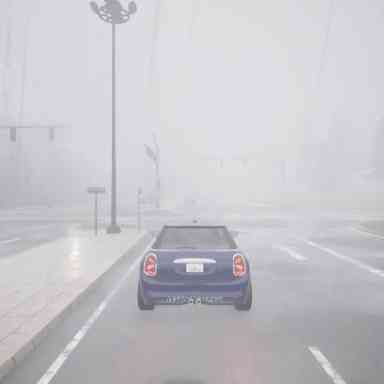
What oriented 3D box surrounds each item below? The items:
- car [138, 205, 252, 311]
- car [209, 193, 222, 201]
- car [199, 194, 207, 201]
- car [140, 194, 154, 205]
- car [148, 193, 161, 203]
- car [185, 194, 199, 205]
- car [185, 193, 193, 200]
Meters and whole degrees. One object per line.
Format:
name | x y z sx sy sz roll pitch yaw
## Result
car | 0.063 1.352 7.946 2.097 1.767 4.553 0 0 0
car | 6.280 1.214 85.063 2.150 2.045 5.566 0 0 -1
car | 2.775 1.513 85.331 1.812 1.442 4.674 0 0 -1
car | -8.356 1.563 58.775 1.994 1.385 4.181 0 0 -1
car | -8.487 1.225 71.124 2.150 2.045 5.566 0 0 -1
car | -0.210 1.525 54.766 1.812 1.442 4.674 0 0 -1
car | -0.899 1.188 95.625 2.150 2.045 5.566 0 0 -1
